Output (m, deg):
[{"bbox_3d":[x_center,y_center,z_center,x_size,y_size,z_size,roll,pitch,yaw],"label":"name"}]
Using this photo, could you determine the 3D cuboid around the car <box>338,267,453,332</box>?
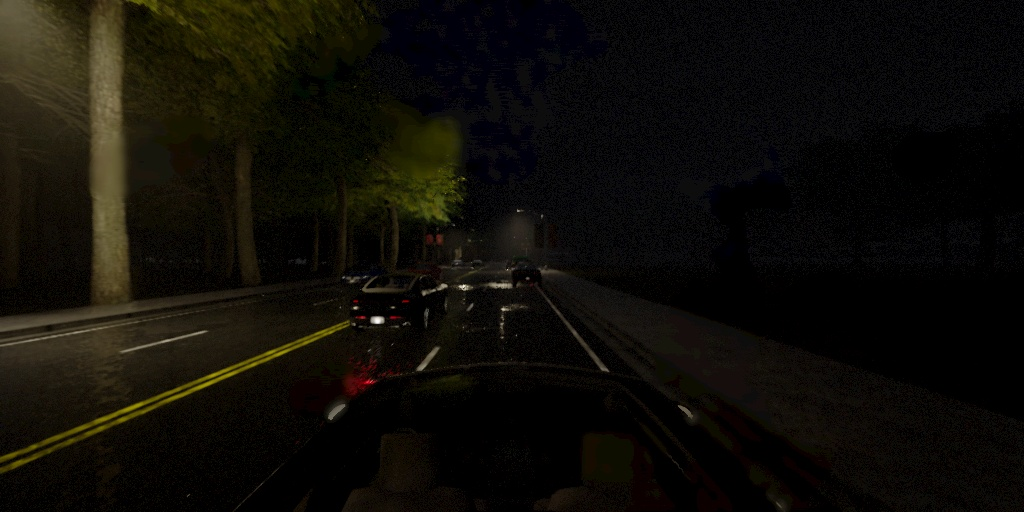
[{"bbox_3d":[-3.147,1.257,10.812,1.837,1.490,4.892,0,0,0],"label":"car"}]

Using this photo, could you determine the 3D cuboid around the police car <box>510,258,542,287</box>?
[{"bbox_3d":[0.981,1.185,24.801,1.930,1.638,5.238,0,0,0],"label":"police car"}]

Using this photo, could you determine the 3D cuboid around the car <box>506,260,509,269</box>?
[{"bbox_3d":[0.016,1.320,59.832,1.837,1.490,4.892,0,0,0],"label":"car"}]

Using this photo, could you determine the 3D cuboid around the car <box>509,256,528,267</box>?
[{"bbox_3d":[0.983,1.118,34.662,2.097,1.767,4.553,0,0,0],"label":"car"}]

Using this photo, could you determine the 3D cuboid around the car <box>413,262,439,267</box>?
[{"bbox_3d":[-6.589,1.239,27.027,1.882,1.535,5.008,0,0,0],"label":"car"}]

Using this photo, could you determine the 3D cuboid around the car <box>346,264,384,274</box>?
[{"bbox_3d":[-9.841,1.286,24.389,1.812,1.442,4.674,0,0,0],"label":"car"}]
